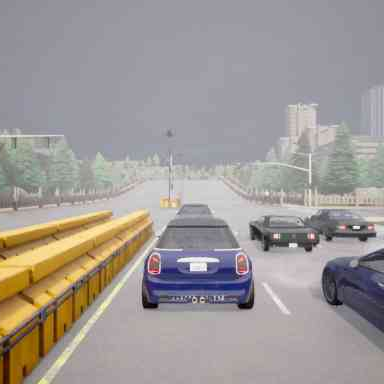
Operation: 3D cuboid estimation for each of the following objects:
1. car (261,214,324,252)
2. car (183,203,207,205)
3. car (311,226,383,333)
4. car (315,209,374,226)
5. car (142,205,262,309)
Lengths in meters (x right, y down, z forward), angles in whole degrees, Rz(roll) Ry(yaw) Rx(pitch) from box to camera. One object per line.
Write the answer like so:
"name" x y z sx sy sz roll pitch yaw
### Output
"car" 3.626 1.601 14.003 1.895 1.301 4.718 0 0 1
"car" 0.135 1.352 16.968 2.097 1.767 4.553 0 0 0
"car" 3.614 1.526 5.063 1.812 1.442 4.674 0 0 0
"car" 7.111 1.547 16.577 2.033 1.411 5.357 0 0 4
"car" 0.117 1.352 8.032 2.097 1.767 4.553 0 0 0
